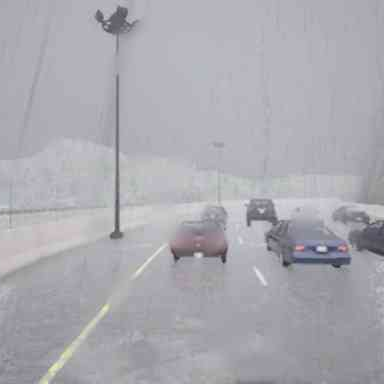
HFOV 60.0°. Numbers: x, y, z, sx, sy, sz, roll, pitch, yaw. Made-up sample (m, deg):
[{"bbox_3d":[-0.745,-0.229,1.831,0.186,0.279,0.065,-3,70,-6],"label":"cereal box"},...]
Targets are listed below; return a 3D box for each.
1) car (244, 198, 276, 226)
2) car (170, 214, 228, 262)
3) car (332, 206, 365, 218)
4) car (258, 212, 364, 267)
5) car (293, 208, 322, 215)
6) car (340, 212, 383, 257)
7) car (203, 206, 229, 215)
[{"bbox_3d":[5.356,1.504,26.128,2.150,2.045,5.566,0,0,9],"label":"car"},{"bbox_3d":[0.394,1.739,12.783,1.895,1.301,4.718,0,-1,5],"label":"car"},{"bbox_3d":[12.513,1.808,26.388,1.812,1.442,4.674,0,0,10],"label":"car"},{"bbox_3d":[3.826,1.676,11.873,2.033,1.411,5.357,0,-1,4],"label":"car"},{"bbox_3d":[8.933,1.882,26.252,1.895,1.301,4.718,0,-1,9],"label":"car"},{"bbox_3d":[7.316,1.673,11.663,2.033,1.411,5.357,0,-1,5],"label":"car"},{"bbox_3d":[1.878,1.831,26.540,2.033,1.411,5.357,0,-1,9],"label":"car"}]
